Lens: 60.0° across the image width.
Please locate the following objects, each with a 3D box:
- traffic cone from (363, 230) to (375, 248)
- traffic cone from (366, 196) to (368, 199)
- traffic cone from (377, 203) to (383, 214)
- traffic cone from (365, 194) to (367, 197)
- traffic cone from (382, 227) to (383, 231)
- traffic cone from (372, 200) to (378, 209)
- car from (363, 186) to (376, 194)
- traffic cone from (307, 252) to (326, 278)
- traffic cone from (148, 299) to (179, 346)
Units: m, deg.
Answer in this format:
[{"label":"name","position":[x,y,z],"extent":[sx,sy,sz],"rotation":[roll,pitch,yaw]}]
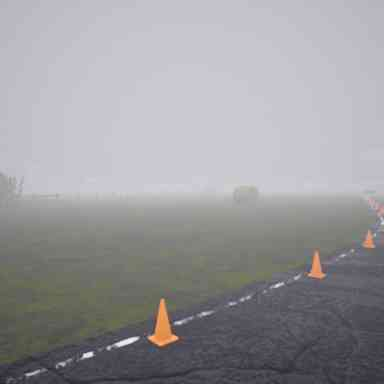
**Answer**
[{"label":"traffic cone","position":[6.246,1.634,11.724],"extent":[0.340,0.580,0.340],"rotation":[0,1,39]},{"label":"traffic cone","position":[20.176,0.900,37.526],"extent":[0.340,0.580,0.340],"rotation":[-1,1,26]},{"label":"traffic cone","position":[13.712,1.269,23.995],"extent":[0.340,0.580,0.340],"rotation":[-1,1,26]},{"label":"traffic cone","position":[22.330,0.775,42.036],"extent":[0.340,0.580,0.340],"rotation":[-1,1,26]},{"label":"traffic cone","position":[9.082,1.510,15.555],"extent":[0.340,0.580,0.340],"rotation":[0,1,34]},{"label":"traffic cone","position":[15.867,1.147,28.505],"extent":[0.340,0.580,0.340],"rotation":[-1,1,26]},{"label":"car","position":[34.086,-0.345,64.105],"extent":[1.882,1.535,5.008],"rotation":[-1,1,26]},{"label":"traffic cone","position":[3.066,1.760,8.174],"extent":[0.340,0.580,0.340],"rotation":[0,1,45]},{"label":"traffic cone","position":[-0.430,1.888,4.934],"extent":[0.340,0.580,0.340],"rotation":[-2,1,-40]}]
